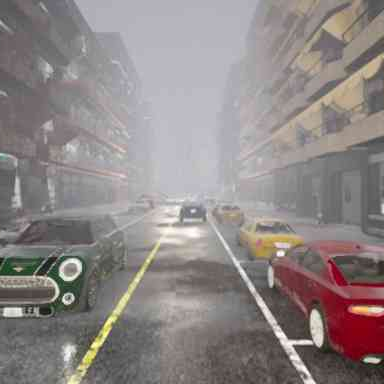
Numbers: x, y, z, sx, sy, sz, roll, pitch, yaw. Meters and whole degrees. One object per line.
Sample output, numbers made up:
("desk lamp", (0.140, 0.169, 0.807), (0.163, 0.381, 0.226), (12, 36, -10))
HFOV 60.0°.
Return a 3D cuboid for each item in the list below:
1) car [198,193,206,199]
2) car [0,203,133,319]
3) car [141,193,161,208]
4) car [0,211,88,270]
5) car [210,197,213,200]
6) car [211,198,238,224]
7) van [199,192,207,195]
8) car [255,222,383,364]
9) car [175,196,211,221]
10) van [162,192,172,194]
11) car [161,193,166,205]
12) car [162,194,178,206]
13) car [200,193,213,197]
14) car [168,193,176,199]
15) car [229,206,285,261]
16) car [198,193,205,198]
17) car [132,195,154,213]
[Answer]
("car", (2.522, 1.072, 85.300), (1.947, 1.339, 4.313), (1, 0, 0))
("car", (-2.855, 1.305, 7.539), (2.097, 1.767, 4.553), (0, 0, 0))
("car", (-5.336, 1.075, 39.898), (2.192, 1.841, 5.009), (1, 0, 0))
("car", (-5.313, 1.479, 11.546), (2.008, 1.369, 4.403), (1, 0, 0))
("car", (2.556, 1.408, 28.593), (1.802, 1.307, 4.206), (1, 0, 0))
("car", (2.561, 1.384, 23.091), (1.752, 1.417, 4.829), (1, 0, 0))
("van", (2.538, 0.971, 62.615), (1.690, 1.788, 3.998), (1, 0, 0))
("car", (2.571, 1.508, 5.909), (1.887, 1.381, 4.507), (1, 0, 0))
("car", (0.085, 1.348, 25.608), (2.163, 1.488, 4.792), (0, 0, 0))
("van", (-5.309, 0.971, 62.582), (1.690, 1.788, 3.998), (1, 0, 0))
("car", (-5.316, 1.276, 51.241), (1.802, 1.307, 4.206), (1, 0, 0))
("car", (-2.863, 1.313, 48.082), (1.895, 1.301, 4.718), (0, 0, 0))
("car", (2.543, 1.245, 51.275), (2.008, 1.369, 4.403), (1, 0, 0))
("car", (-5.329, 1.020, 90.937), (1.887, 1.381, 4.507), (1, 0, 0))
("car", (2.567, 1.453, 11.750), (1.752, 1.417, 4.829), (1, 0, 0))
("car", (2.518, 1.021, 90.970), (1.887, 1.381, 4.507), (1, 0, 0))
("car", (-5.332, 1.319, 34.059), (1.752, 1.417, 4.829), (1, 0, 0))
